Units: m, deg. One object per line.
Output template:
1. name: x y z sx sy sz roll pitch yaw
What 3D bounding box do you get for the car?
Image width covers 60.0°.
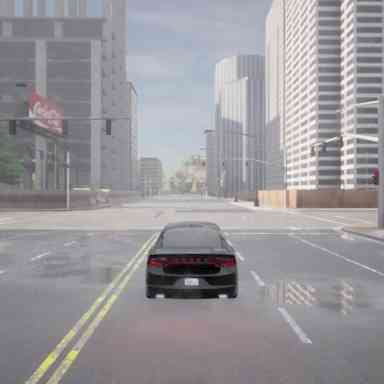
1. car: 0.001 1.478 8.499 1.882 1.535 5.008 0 0 0
